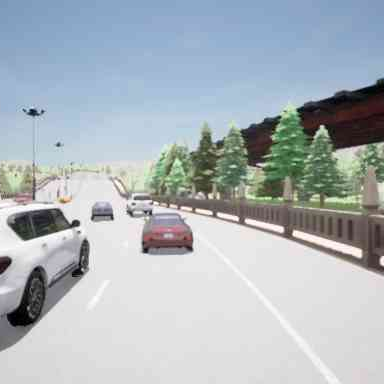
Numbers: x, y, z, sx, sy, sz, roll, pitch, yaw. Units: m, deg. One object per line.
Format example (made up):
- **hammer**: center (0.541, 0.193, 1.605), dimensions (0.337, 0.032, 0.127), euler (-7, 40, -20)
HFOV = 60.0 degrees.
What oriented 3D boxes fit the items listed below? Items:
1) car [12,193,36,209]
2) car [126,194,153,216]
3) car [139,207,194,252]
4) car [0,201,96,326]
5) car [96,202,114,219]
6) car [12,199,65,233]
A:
- **car**: center (-24.792, 1.267, 49.241), dimensions (2.150, 2.045, 5.566), euler (0, 1, -16)
- **car**: center (-5.143, 1.198, 32.383), dimensions (2.150, 2.045, 5.566), euler (0, 0, -16)
- **car**: center (-1.101, 1.548, 13.983), dimensions (1.994, 1.385, 4.181), euler (0, 0, -7)
- **car**: center (-3.830, 1.231, 7.132), dimensions (2.150, 2.045, 5.566), euler (0, 0, -4)
- **car**: center (-7.729, 1.542, 28.724), dimensions (2.033, 1.411, 5.357), euler (0, 0, -16)
- **car**: center (-9.459, 1.367, 20.923), dimensions (2.097, 1.767, 4.553), euler (0, 0, -12)
